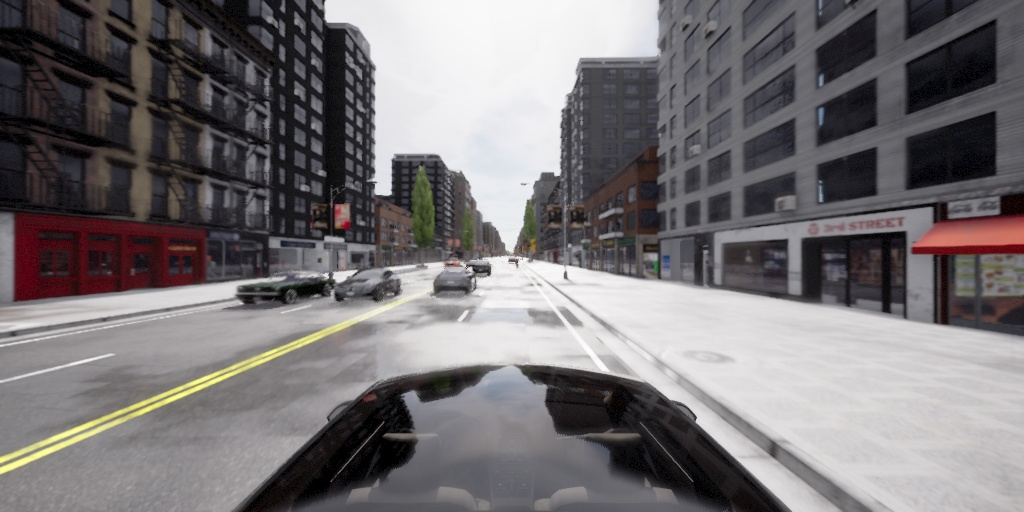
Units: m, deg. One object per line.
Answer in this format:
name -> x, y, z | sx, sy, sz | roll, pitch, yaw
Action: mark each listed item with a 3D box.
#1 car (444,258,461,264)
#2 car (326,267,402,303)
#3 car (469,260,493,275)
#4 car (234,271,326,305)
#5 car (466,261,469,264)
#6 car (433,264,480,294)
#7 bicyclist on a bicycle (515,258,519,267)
car -> -9.779, 1.094, 59.173 | 2.097, 1.767, 4.553 | 0, 0, 1
car -> -6.595, 1.283, 16.967 | 1.812, 1.442, 4.674 | 0, 0, 0
car -> -3.143, 1.236, 38.301 | 1.882, 1.535, 5.008 | 0, 0, 0
car -> -9.846, 1.358, 16.078 | 1.895, 1.301, 4.718 | 0, 0, 0
car -> -6.532, 1.305, 59.174 | 1.994, 1.385, 4.181 | 0, 0, 1
car -> -3.146, 1.323, 20.421 | 1.994, 1.385, 4.181 | 0, 0, 0
bicyclist on a bicycle -> 0.906, 1.191, 62.722 | 0.582, 1.620, 1.656 | 0, 0, 0
